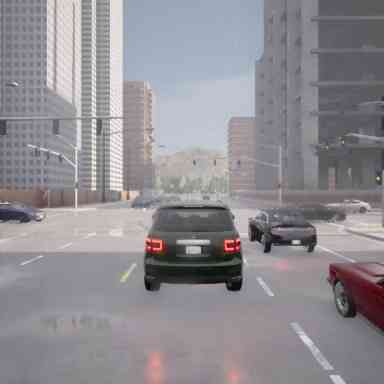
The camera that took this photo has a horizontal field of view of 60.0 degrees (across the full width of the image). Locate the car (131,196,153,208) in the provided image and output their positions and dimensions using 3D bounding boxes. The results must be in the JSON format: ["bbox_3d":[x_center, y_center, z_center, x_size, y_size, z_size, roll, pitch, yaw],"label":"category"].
[{"bbox_3d":[-7.381,1.352,47.955,2.097,1.767,4.553,0,0,1],"label":"car"}]

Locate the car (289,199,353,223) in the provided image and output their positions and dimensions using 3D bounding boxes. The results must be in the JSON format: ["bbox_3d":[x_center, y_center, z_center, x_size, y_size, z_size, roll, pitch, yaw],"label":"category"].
[{"bbox_3d":[8.986,1.505,24.904,4.892,1.490,1.837,0,0,0],"label":"car"}]

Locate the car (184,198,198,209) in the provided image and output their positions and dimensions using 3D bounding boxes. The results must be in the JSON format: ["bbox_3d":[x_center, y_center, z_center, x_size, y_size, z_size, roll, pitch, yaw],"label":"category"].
[{"bbox_3d":[-0.150,1.601,46.412,1.895,1.301,4.718,0,0,0],"label":"car"}]

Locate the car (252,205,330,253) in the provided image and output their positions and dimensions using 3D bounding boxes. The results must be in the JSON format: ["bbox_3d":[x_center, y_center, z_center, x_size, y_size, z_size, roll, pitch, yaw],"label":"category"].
[{"bbox_3d":[3.540,1.492,13.726,2.128,1.511,4.902,0,0,0],"label":"car"}]

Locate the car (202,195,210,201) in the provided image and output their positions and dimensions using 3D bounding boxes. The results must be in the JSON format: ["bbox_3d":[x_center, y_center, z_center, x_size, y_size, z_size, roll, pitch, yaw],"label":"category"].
[{"bbox_3d":[3.760,1.500,89.849,1.837,1.490,4.892,0,0,1],"label":"car"}]

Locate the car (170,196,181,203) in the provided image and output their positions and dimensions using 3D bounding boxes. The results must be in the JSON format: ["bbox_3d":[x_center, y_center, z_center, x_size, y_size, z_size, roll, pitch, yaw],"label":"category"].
[{"bbox_3d":[-3.492,1.553,71.365,1.994,1.385,4.181,0,0,1],"label":"car"}]

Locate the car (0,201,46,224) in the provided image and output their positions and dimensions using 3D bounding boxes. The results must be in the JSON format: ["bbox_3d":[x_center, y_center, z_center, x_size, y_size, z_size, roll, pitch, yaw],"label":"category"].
[{"bbox_3d":[-13.077,1.525,24.349,4.674,1.442,1.812,0,0,11],"label":"car"}]

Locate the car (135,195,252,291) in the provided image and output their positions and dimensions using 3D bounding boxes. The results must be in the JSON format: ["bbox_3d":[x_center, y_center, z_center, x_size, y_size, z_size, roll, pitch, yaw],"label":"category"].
[{"bbox_3d":[0.034,1.221,9.149,2.150,2.045,5.566,0,0,0],"label":"car"}]

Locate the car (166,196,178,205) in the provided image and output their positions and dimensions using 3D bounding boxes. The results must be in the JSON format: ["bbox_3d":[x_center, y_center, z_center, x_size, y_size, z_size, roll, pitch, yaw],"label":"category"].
[{"bbox_3d":[-3.684,1.505,61.600,1.837,1.490,4.892,0,0,1],"label":"car"}]

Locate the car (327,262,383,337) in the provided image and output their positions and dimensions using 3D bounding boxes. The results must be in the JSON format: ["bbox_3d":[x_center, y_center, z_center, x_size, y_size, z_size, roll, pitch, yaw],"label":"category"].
[{"bbox_3d":[3.590,1.601,4.472,1.895,1.301,4.718,0,0,0],"label":"car"}]

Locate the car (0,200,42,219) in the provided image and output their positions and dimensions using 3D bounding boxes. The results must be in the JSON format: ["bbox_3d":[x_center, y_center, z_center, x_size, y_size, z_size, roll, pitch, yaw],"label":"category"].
[{"bbox_3d":[-15.888,1.492,28.759,4.902,1.511,2.128,0,0,-4],"label":"car"}]

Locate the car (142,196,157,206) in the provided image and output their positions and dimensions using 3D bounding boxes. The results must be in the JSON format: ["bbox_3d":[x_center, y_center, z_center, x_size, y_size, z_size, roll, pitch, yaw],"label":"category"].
[{"bbox_3d":[-7.271,1.505,56.856,1.837,1.490,4.892,0,0,1],"label":"car"}]

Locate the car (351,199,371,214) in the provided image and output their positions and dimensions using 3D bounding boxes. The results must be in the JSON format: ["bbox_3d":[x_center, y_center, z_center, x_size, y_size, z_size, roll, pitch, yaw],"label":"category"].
[{"bbox_3d":[16.543,1.526,35.573,4.674,1.442,1.812,0,0,0],"label":"car"}]

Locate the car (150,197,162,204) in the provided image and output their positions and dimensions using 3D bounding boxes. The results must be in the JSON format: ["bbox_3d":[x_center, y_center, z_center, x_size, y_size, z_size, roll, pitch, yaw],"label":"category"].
[{"bbox_3d":[-7.090,1.601,66.197,1.895,1.301,4.718,0,0,1],"label":"car"}]

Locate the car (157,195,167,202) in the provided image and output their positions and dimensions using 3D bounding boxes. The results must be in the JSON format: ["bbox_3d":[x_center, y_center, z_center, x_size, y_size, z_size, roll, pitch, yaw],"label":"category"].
[{"bbox_3d":[-6.922,1.497,76.516,1.837,1.490,4.892,0,0,1],"label":"car"}]
